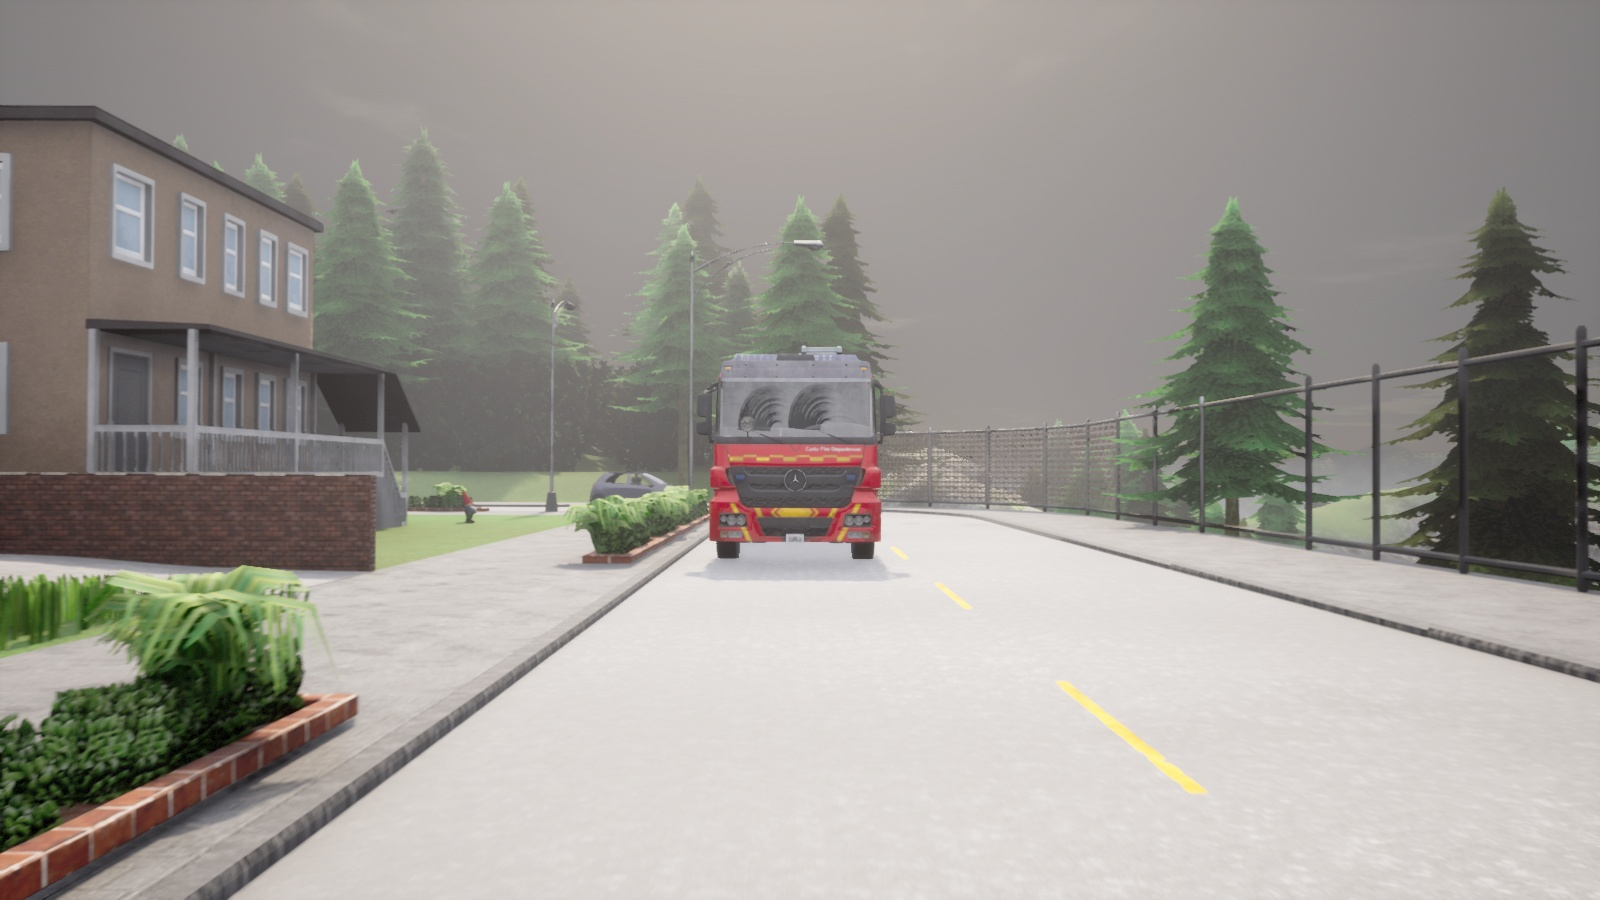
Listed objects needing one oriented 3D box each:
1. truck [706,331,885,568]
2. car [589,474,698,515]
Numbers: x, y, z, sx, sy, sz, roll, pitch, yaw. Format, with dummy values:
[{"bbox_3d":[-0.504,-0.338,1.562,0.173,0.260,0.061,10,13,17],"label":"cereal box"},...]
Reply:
[{"bbox_3d":[-0.058,0.062,24.573,2.891,3.827,8.468,0,-1,0],"label":"truck"},{"bbox_3d":[-5.775,1.633,46.624,3.633,1.501,1.845,0,-1,9],"label":"car"}]
